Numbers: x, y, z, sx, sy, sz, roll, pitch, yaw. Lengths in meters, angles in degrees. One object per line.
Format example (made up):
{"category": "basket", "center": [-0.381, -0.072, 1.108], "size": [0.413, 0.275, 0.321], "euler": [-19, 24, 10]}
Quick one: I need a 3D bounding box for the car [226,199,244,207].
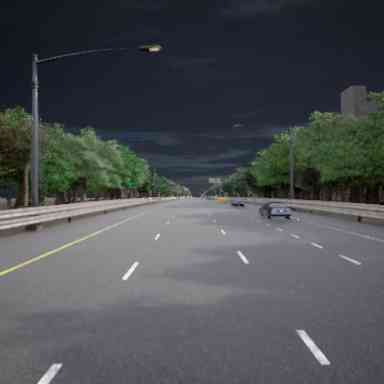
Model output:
{"category": "car", "center": [7.126, 1.779, 53.391], "size": [1.895, 1.301, 4.718], "euler": [0, -1, 0]}

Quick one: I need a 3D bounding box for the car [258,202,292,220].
{"category": "car", "center": [7.032, 1.572, 28.616], "size": [2.033, 1.411, 5.357], "euler": [0, 0, 0]}

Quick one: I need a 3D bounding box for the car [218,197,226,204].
{"category": "car", "center": [7.303, 1.981, 79.947], "size": [1.882, 1.535, 5.008], "euler": [0, -1, 0]}
